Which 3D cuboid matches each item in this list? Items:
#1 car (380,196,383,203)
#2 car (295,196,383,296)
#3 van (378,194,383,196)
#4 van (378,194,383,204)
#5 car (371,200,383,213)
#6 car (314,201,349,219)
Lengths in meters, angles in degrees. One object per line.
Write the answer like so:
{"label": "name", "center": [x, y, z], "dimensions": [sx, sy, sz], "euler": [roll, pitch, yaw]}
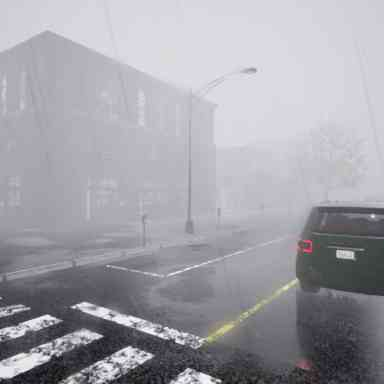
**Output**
{"label": "car", "center": [41.293, 1.562, 70.418], "dimensions": [2.008, 1.369, 4.403], "euler": [1, 1, 35]}
{"label": "car", "center": [4.312, 1.224, 8.193], "dimensions": [2.150, 2.045, 5.566], "euler": [0, 0, 35]}
{"label": "van", "center": [28.506, 1.354, 52.304], "dimensions": [1.690, 1.788, 3.998], "euler": [1, 1, 35]}
{"label": "van", "center": [38.098, 1.353, 65.888], "dimensions": [1.690, 1.788, 3.998], "euler": [1, 1, 35]}
{"label": "car", "center": [22.131, 1.613, 38.632], "dimensions": [1.895, 1.301, 4.718], "euler": [0, 0, 35]}
{"label": "car", "center": [12.518, 1.575, 29.665], "dimensions": [1.947, 1.339, 4.313], "euler": [1, 0, 35]}
